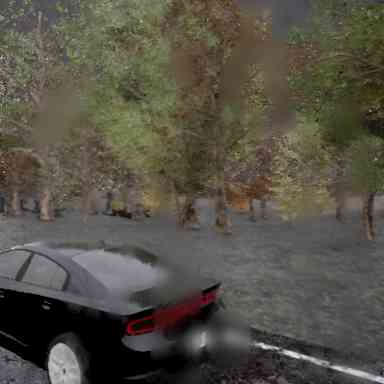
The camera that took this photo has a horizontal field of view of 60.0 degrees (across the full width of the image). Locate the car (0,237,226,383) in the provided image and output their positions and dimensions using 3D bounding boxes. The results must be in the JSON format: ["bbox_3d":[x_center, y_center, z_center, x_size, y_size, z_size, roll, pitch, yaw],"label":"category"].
[{"bbox_3d":[-1.912,1.410,4.952,5.008,1.535,1.882,0,-1,36],"label":"car"}]
